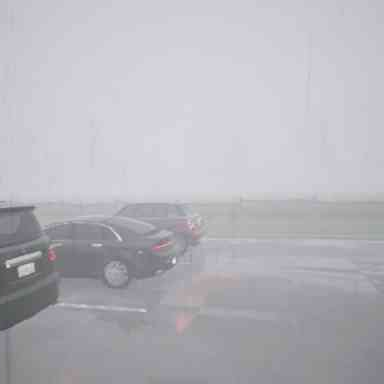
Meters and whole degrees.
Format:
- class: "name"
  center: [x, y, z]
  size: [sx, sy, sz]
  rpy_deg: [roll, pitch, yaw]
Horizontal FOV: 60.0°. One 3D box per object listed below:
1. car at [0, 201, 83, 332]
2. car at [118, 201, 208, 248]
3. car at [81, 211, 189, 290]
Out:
- class: "car"
  center: [-4.867, 1.201, 5.199]
  size: [5.566, 2.045, 2.150]
  rpy_deg: [-1, 1, 14]
- class: "car"
  center: [-1.806, 1.107, 11.655]
  size: [4.553, 1.767, 2.097]
  rpy_deg: [-1, 1, 14]
- class: "car"
  center: [-2.761, 1.363, 8.292]
  size: [4.892, 1.490, 1.837]
  rpy_deg: [0, 2, 14]
